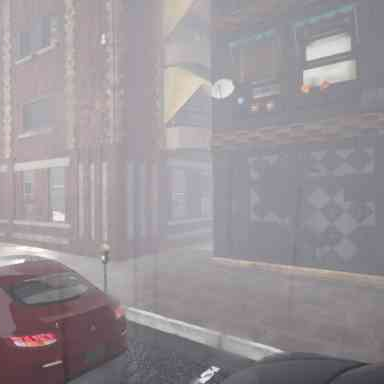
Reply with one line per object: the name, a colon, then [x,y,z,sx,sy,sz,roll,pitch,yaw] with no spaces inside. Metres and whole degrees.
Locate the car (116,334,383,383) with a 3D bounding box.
car: [1.881,1.566,1.507,4.313,1.339,1.947,0,-1,35]

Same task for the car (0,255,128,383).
car: [-2.730,1.583,4.783,4.206,1.307,1.802,0,-1,35]
